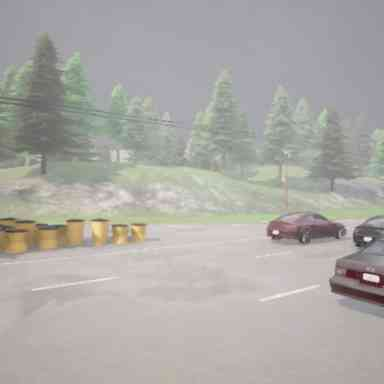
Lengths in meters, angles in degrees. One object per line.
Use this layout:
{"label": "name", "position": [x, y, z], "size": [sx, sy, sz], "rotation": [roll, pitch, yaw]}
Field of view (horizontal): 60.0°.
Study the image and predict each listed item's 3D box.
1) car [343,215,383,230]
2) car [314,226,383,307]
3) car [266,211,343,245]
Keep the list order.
{"label": "car", "position": [8.708, 1.692, 14.250], "size": [4.674, 1.442, 1.812], "rotation": [1, 0, -35]}
{"label": "car", "position": [5.313, 1.641, 7.531], "size": [5.357, 1.411, 2.033], "rotation": [1, 0, -35]}
{"label": "car", "position": [5.661, 1.678, 16.377], "size": [4.674, 1.442, 1.812], "rotation": [1, 0, -35]}
